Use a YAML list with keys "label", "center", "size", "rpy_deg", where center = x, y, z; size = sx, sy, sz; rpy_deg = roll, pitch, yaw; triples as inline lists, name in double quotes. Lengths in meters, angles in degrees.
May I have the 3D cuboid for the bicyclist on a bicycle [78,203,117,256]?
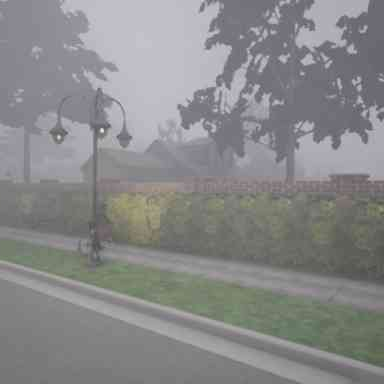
- label: "bicyclist on a bicycle"
  center: [-2.975, 1.187, 10.680]
  size: [0.582, 1.620, 1.656]
  rpy_deg: [1, 0, 31]
